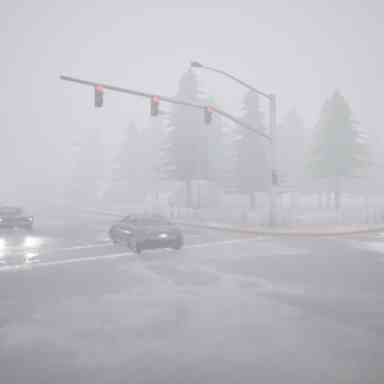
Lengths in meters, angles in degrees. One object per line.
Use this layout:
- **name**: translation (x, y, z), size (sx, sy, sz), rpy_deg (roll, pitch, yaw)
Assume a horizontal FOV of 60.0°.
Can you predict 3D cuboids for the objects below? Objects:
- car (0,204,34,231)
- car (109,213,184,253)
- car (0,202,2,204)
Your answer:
- **car**: translation (-10.868, 1.601, 19.834), size (1.895, 1.301, 4.718), rpy_deg (0, 0, -37)
- **car**: translation (-2.011, 1.565, 13.863), size (1.994, 1.385, 4.181), rpy_deg (0, 0, -29)
- **car**: translation (-16.334, 1.491, 27.103), size (2.128, 1.511, 4.902), rpy_deg (0, 0, -37)
